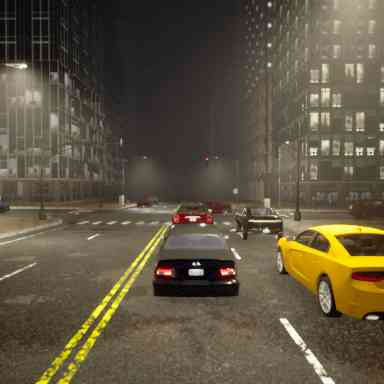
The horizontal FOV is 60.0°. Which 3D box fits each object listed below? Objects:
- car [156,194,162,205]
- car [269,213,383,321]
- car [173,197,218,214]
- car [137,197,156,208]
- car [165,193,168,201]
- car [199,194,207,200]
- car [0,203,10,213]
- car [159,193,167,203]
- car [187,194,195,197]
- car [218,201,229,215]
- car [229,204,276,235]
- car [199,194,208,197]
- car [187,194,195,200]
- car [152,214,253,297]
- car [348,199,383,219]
[{"bbox_3d":[-6.795,1.549,57.551,1.895,1.301,4.718,0,0,0],"label":"car"},{"bbox_3d":[3.323,1.473,7.448,1.882,1.535,5.008,0,0,0],"label":"car"},{"bbox_3d":[0.033,1.340,18.034,2.097,1.767,4.553,0,0,0],"label":"car"},{"bbox_3d":[-6.785,1.561,48.379,1.895,1.301,4.718,0,0,0],"label":"car"},{"bbox_3d":[-6.801,1.144,78.306,2.150,2.045,5.566,0,0,0],"label":"car"},{"bbox_3d":[2.905,1.284,89.809,1.994,1.385,4.181,0,0,0],"label":"car"},{"bbox_3d":[-20.035,1.313,31.697,5.008,1.535,1.882,1,1,1],"label":"car"},{"bbox_3d":[-6.778,1.498,67.556,1.994,1.385,4.181,0,0,0],"label":"car"},{"bbox_3d":[-0.306,1.460,79.762,1.994,1.385,4.181,0,0,0],"label":"car"},{"bbox_3d":[1.425,1.504,31.587,5.008,1.535,1.882,0,0,-31],"label":"car"},{"bbox_3d":[3.277,1.480,16.864,2.128,1.511,4.902,0,0,1],"label":"car"},{"bbox_3d":[2.945,1.263,79.743,2.097,1.767,4.553,0,0,0],"label":"car"},{"bbox_3d":[-0.345,1.284,89.797,1.994,1.385,4.181,0,0,0],"label":"car"},{"bbox_3d":[0.066,1.542,8.720,2.033,1.411,5.357,0,0,0],"label":"car"},{"bbox_3d":[16.092,1.516,28.652,5.009,1.841,2.192,1,0,1],"label":"car"}]
